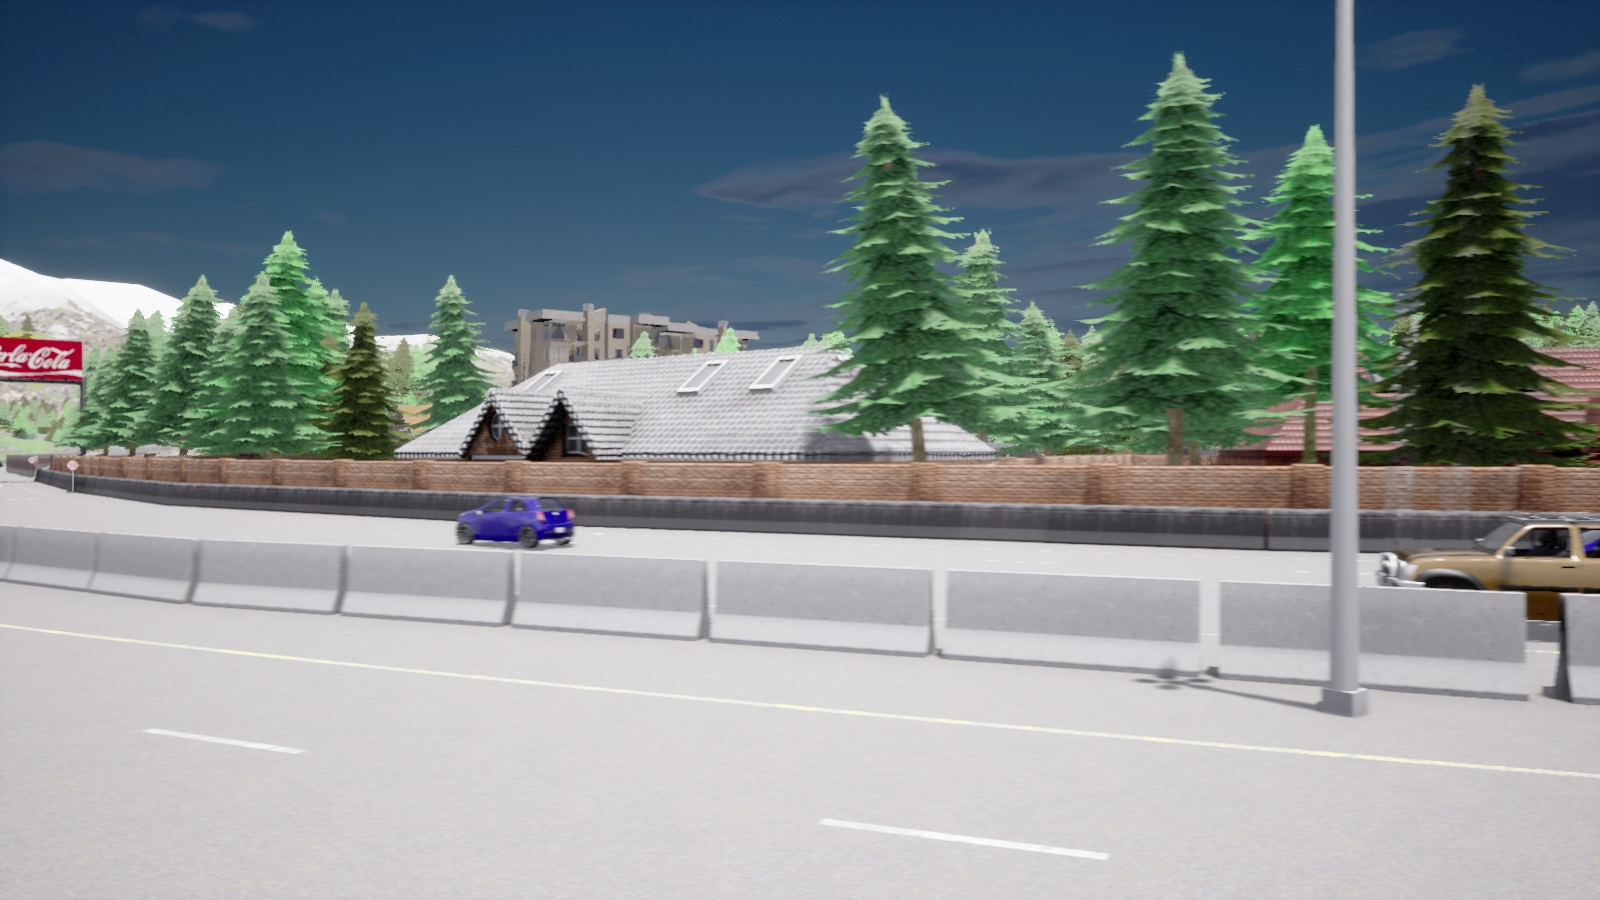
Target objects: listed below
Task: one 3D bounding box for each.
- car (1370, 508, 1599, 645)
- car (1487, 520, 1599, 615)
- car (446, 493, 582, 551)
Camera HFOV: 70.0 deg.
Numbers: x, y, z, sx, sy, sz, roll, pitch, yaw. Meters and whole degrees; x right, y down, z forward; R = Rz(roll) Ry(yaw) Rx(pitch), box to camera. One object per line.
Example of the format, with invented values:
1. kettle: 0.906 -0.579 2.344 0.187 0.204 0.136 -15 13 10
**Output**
1. car: 11.503 1.898 17.633 4.605 1.855 1.932 0 0 18
2. car: 14.482 2.078 20.270 3.633 1.501 1.845 0 0 19
3. car: -8.507 2.087 33.911 3.633 1.501 1.845 0 0 29
